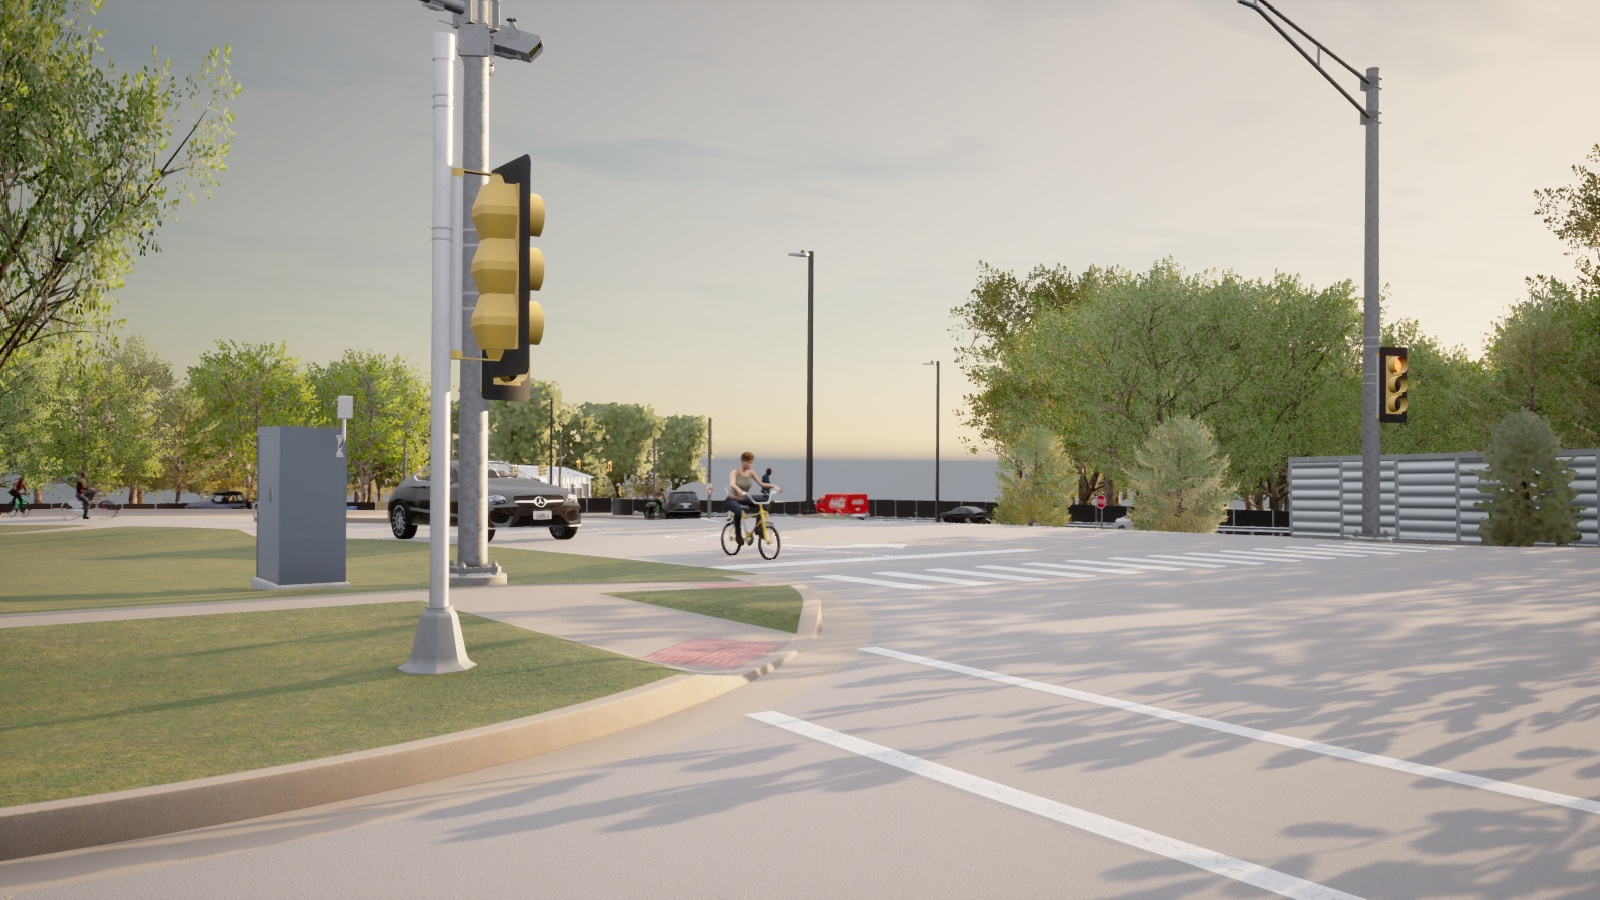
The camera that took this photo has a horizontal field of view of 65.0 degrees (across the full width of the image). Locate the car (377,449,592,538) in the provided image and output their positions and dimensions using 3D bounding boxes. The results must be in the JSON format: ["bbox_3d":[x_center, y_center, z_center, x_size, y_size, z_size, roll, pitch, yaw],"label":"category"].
[{"bbox_3d":[-6.569,0.887,25.742,2.152,1.651,5.027,0,-2,-42],"label":"car"}]

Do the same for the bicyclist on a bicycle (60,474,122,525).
[{"bbox_3d":[-25.408,1.767,45.026,1.843,1.776,0.659,0,-1,-14],"label":"bicyclist on a bicycle"}]

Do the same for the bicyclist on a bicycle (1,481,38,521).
[{"bbox_3d":[-31.652,2.075,50.914,1.656,1.620,0.582,-2,-2,31],"label":"bicyclist on a bicycle"}]

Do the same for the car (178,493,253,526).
[{"bbox_3d":[-36.144,3.658,77.626,3.866,1.878,1.905,1,-6,-37],"label":"car"}]

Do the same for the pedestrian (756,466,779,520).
[{"bbox_3d":[-1.131,1.479,43.468,0.726,1.835,0.370,0,0,-9],"label":"pedestrian"}]

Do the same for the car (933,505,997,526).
[{"bbox_3d":[12.409,4.919,94.749,1.882,1.535,5.008,0,-2,-34],"label":"car"}]

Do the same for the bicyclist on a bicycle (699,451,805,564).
[{"bbox_3d":[-0.737,0.833,18.928,0.866,1.612,1.509,0,0,-39],"label":"bicyclist on a bicycle"}]

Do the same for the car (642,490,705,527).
[{"bbox_3d":[-7.547,3.429,74.303,2.150,2.045,5.566,0,-2,-23],"label":"car"}]
